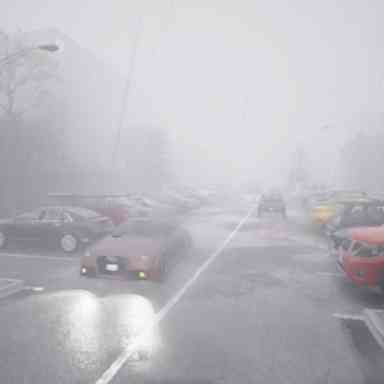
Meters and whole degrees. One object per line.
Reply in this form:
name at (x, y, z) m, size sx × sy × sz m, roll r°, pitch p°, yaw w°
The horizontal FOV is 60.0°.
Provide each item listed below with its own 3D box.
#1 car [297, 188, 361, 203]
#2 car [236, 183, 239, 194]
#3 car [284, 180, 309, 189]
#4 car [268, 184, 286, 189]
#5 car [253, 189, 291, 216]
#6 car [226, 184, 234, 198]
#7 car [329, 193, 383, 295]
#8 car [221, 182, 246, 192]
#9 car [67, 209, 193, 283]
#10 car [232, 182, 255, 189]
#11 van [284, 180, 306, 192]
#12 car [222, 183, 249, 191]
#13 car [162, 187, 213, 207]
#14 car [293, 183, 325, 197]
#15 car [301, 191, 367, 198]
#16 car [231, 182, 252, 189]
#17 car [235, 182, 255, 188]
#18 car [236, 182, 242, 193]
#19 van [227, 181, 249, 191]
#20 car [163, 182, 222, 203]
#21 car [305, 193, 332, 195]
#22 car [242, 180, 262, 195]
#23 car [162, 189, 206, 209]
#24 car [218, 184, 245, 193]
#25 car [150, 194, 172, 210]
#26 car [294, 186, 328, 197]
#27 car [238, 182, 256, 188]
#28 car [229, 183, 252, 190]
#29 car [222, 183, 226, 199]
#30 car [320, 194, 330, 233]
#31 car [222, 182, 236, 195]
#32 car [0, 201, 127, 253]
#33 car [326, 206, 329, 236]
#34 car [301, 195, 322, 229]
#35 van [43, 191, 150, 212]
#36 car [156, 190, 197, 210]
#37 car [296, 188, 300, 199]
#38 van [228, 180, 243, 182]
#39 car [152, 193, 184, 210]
car at (11.203, 0.706, 26.603) m, size 4.792 × 1.488 × 2.163 m, roll 0°, pitch 2°, yaw 14°
car at (3.813, -0.128, 47.493) m, size 4.792 × 1.488 × 2.163 m, roll 0°, pitch 2°, yaw 14°
car at (24.967, -1.789, 79.780) m, size 5.566 × 2.045 × 2.435 m, roll 0°, pitch 2°, yaw 14°
car at (10.017, 0.128, 40.417) m, size 2.128 × 1.511 × 4.902 m, roll 0°, pitch 3°, yaw 15°
car at (5.736, 0.815, 23.870) m, size 2.128 × 1.511 × 4.902 m, roll 0°, pitch 2°, yaw 14°
car at (2.471, 0.097, 42.071) m, size 4.792 × 1.488 × 2.163 m, roll 0°, pitch 2°, yaw 15°
car at (6.022, 1.175, 6.805) m, size 5.566 × 2.045 × 2.435 m, roll 0°, pitch 2°, yaw 14°
car at (8.007, -0.958, 63.700) m, size 4.553 × 1.767 × 2.185 m, roll 0°, pitch 2°, yaw 15°
car at (-1.304, 1.438, 9.321) m, size 1.994 × 1.385 × 4.181 m, roll 0°, pitch 1°, yaw 14°
car at (12.754, -1.625, 82.661) m, size 5.366 × 1.575 × 1.946 m, roll 0°, pitch 2°, yaw 14°
van at (24.353, -1.650, 77.059) m, size 4.442 × 1.987 × 1.878 m, roll 0°, pitch 2°, yaw 14°
car at (8.711, -0.940, 66.278) m, size 5.008 × 1.535 × 2.097 m, roll 0°, pitch 2°, yaw 14°
car at (-1.049, 0.630, 28.566) m, size 5.008 × 1.535 × 2.097 m, roll 0°, pitch 2°, yaw 15°
car at (13.382, 0.191, 35.260) m, size 4.553 × 1.767 × 2.185 m, roll 0°, pitch 2°, yaw 14°
car at (9.741, 0.909, 21.045) m, size 4.892 × 1.521 × 2.231 m, roll 0°, pitch 2°, yaw 14°
car at (11.565, -1.521, 77.195) m, size 4.553 × 1.767 × 2.185 m, roll 0°, pitch 2°, yaw 15°
car at (13.605, -1.704, 85.324) m, size 4.792 × 1.488 × 2.163 m, roll 0°, pitch 2°, yaw 15°
car at (5.912, -0.466, 55.598) m, size 4.792 × 1.488 × 2.163 m, roll 0°, pitch 2°, yaw 15°
van at (9.549, -1.283, 69.065) m, size 4.442 × 1.987 × 1.878 m, roll 0°, pitch 2°, yaw 14°
car at (-0.328, 0.267, 31.253) m, size 5.566 × 2.045 × 2.435 m, roll 0°, pitch 2°, yaw 14°
car at (9.147, 1.030, 18.037) m, size 5.366 × 1.575 × 1.946 m, roll 0°, pitch 2°, yaw 14°
car at (9.518, -0.579, 51.144) m, size 2.150 × 2.045 × 5.566 m, roll 0°, pitch 2°, yaw 15°
car at (-1.760, 0.744, 25.867) m, size 4.892 × 1.521 × 2.231 m, roll 0°, pitch 2°, yaw 14°
car at (7.341, -0.680, 60.997) m, size 4.674 × 1.452 × 2.002 m, roll 0°, pitch 2°, yaw 14°
car at (-3.858, 1.081, 17.763) m, size 4.892 × 1.521 × 2.231 m, roll 0°, pitch 2°, yaw 14°
car at (12.674, 0.475, 32.417) m, size 4.674 × 1.452 × 2.002 m, roll 0°, pitch 2°, yaw 14°
car at (15.003, -1.929, 90.730) m, size 4.792 × 1.488 × 2.163 m, roll 0°, pitch 2°, yaw 14°
car at (10.841, -1.282, 74.506) m, size 4.892 × 1.521 × 2.231 m, roll 0°, pitch 2°, yaw 14°
car at (0.982, 0.172, 36.557) m, size 4.553 × 1.767 × 2.185 m, roll 0°, pitch 2°, yaw 14°
car at (7.465, 1.138, 12.397) m, size 4.553 × 1.767 × 2.185 m, roll 0°, pitch 2°, yaw 14°
car at (3.111, -0.171, 44.785) m, size 4.553 × 1.767 × 2.185 m, roll 0°, pitch 2°, yaw 14°
car at (-5.248, 1.274, 12.339) m, size 4.892 × 1.521 × 2.231 m, roll 0°, pitch 1°, yaw 14°
car at (6.792, 1.355, 9.654) m, size 5.008 × 1.535 × 2.097 m, roll 0°, pitch 2°, yaw 14°
car at (8.053, 1.145, 15.286) m, size 5.366 × 1.575 × 1.946 m, roll 0°, pitch 2°, yaw 14°
van at (-4.438, 0.962, 15.020) m, size 4.442 × 1.987 × 1.878 m, roll 0°, pitch 2°, yaw 14°
car at (-2.478, 0.861, 23.041) m, size 4.892 × 1.521 × 2.231 m, roll 0°, pitch 2°, yaw 14°
car at (11.907, 0.598, 29.455) m, size 4.674 × 1.452 × 2.002 m, roll 0°, pitch 2°, yaw 14°
van at (6.525, -0.834, 58.314) m, size 4.442 × 1.987 × 1.878 m, roll 0°, pitch 2°, yaw 14°
car at (-3.155, 1.008, 20.462) m, size 4.674 × 1.452 × 2.002 m, roll 0°, pitch 2°, yaw 15°
